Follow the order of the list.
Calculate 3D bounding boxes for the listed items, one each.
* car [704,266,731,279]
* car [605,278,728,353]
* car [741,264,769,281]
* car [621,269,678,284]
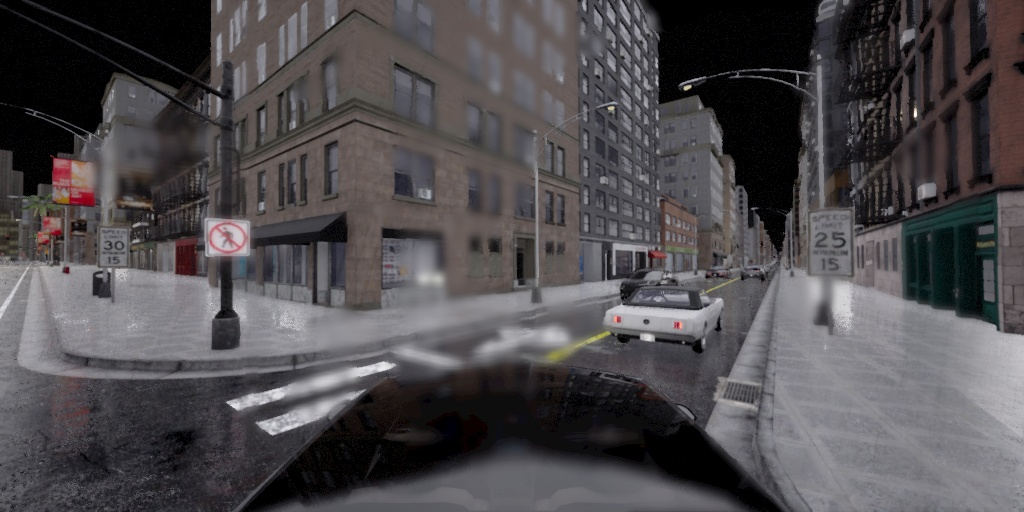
[{"bbox_3d":[21.427,1.728,37.260,1.994,1.385,4.181,-1,-1,37],"label":"car"},{"bbox_3d":[4.141,1.420,9.201,1.895,1.301,4.718,-1,-1,37],"label":"car"},{"bbox_3d":[23.556,1.607,34.965,2.128,1.511,4.902,-1,-1,37],"label":"car"},{"bbox_3d":[7.100,1.422,18.307,1.882,1.535,5.008,-1,-1,37],"label":"car"}]
